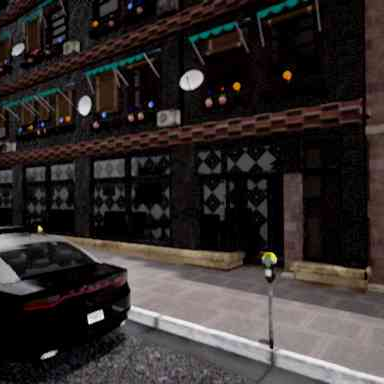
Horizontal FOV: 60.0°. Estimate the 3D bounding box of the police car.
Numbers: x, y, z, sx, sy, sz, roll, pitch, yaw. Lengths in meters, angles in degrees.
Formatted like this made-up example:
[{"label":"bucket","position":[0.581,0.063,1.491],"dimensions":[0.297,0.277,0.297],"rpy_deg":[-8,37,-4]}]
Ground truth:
[{"label":"police car","position":[-3.350,1.399,5.810],"dimensions":[5.238,1.638,1.930],"rpy_deg":[0,0,36]}]
